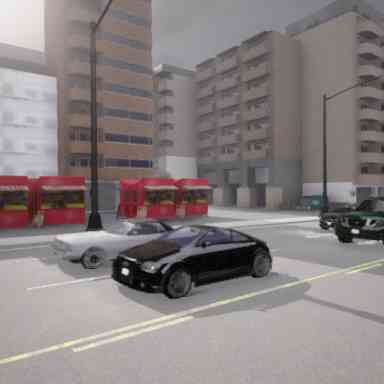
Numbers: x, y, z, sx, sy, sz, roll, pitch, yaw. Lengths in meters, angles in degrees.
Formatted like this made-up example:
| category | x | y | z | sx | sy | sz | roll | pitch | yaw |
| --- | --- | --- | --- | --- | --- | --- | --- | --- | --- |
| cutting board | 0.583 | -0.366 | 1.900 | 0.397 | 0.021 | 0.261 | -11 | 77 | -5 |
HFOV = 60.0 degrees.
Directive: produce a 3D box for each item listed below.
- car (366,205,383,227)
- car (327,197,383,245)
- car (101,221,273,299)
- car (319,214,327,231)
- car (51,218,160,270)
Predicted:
| category | x | y | z | sx | sy | sz | roll | pitch | yaw |
| --- | --- | --- | --- | --- | --- | --- | --- | --- | --- |
| car | 14.249 | 1.613 | 23.278 | 4.181 | 1.385 | 1.994 | 0 | 0 | -37 |
| car | 8.705 | 1.235 | 14.880 | 5.566 | 2.045 | 2.150 | 0 | 0 | -37 |
| car | 0.127 | 1.555 | 8.479 | 4.181 | 1.385 | 1.994 | 0 | 0 | -37 |
| car | 9.542 | 1.532 | 19.879 | 4.892 | 1.490 | 1.837 | 1 | 0 | -37 |
| car | -2.118 | 1.590 | 11.176 | 4.718 | 1.301 | 1.895 | 0 | 0 | -37 |
